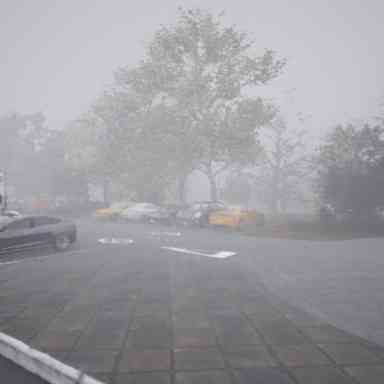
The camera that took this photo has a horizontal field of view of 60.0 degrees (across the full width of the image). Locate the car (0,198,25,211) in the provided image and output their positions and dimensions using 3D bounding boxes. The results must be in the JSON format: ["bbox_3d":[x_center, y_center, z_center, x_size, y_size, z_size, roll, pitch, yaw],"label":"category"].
[{"bbox_3d":[-23.725,1.537,41.236,2.097,1.535,5.008,0,0,36],"label":"car"}]

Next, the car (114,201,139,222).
[{"bbox_3d":[-3.564,1.614,26.587,2.002,1.452,4.674,0,0,36],"label":"car"}]

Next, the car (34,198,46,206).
[{"bbox_3d":[-12.544,1.561,33.076,2.163,1.488,4.792,0,0,36],"label":"car"}]

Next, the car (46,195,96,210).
[{"bbox_3d":[-10.269,1.290,31.494,2.435,2.045,5.566,0,0,36],"label":"car"}]

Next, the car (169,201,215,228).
[{"bbox_3d":[0.839,1.469,23.432,2.185,1.767,4.553,0,0,36],"label":"car"}]

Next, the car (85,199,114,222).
[{"bbox_3d":[-5.913,1.560,28.067,1.946,1.575,5.366,0,0,36],"label":"car"}]

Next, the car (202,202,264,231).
[{"bbox_3d":[3.060,1.605,21.775,2.097,1.535,5.008,0,0,36],"label":"car"}]

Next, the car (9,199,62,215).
[{"bbox_3d":[-17.094,1.547,36.451,2.163,1.488,4.792,0,0,36],"label":"car"}]

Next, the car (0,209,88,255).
[{"bbox_3d":[-6.782,1.633,12.727,2.163,1.488,4.792,0,0,36],"label":"car"}]

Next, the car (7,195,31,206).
[{"bbox_3d":[-11.240,1.330,16.035,2.435,2.045,5.566,0,0,36],"label":"car"}]

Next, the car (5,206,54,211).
[{"bbox_3d":[-9.008,1.592,14.386,2.097,1.535,5.008,0,0,36],"label":"car"}]

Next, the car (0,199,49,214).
[{"bbox_3d":[-19.230,1.548,38.002,2.163,1.488,4.792,0,0,36],"label":"car"}]

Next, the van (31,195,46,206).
[{"bbox_3d":[-14.800,1.297,34.893,1.878,1.987,4.442,0,0,36],"label":"van"}]

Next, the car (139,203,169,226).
[{"bbox_3d":[-1.338,1.614,24.938,2.163,1.488,4.792,0,0,36],"label":"car"}]
